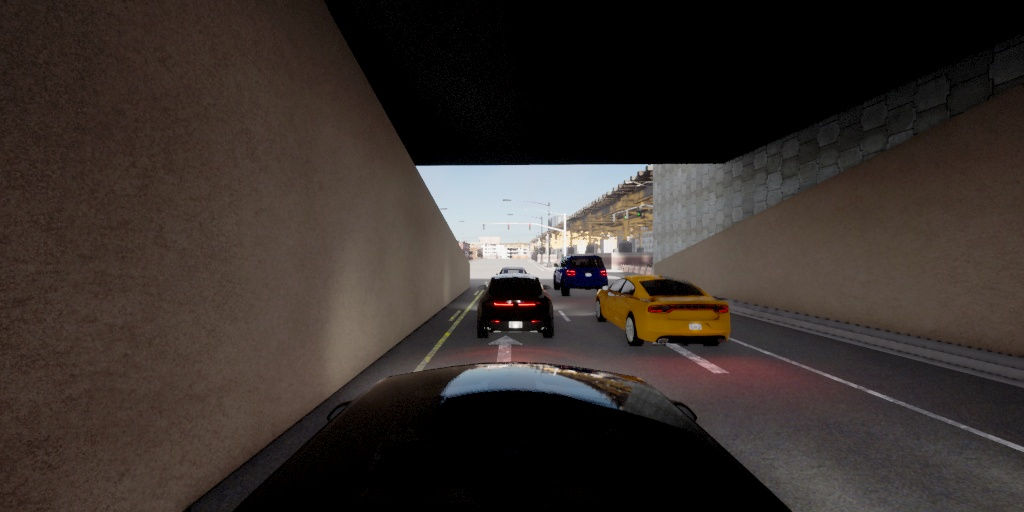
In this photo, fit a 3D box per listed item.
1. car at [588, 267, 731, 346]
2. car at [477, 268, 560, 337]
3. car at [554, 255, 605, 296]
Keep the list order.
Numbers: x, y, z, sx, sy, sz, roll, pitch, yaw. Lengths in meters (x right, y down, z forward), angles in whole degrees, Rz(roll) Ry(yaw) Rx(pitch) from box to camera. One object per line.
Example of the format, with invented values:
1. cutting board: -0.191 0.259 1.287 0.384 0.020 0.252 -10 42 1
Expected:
1. car: 3.574 1.228 9.459 1.882 1.535 5.008 0 0 0
2. car: 0.076 1.255 10.258 1.837 1.490 4.892 0 0 0
3. car: 3.568 0.971 19.429 2.150 2.045 5.566 0 0 0
